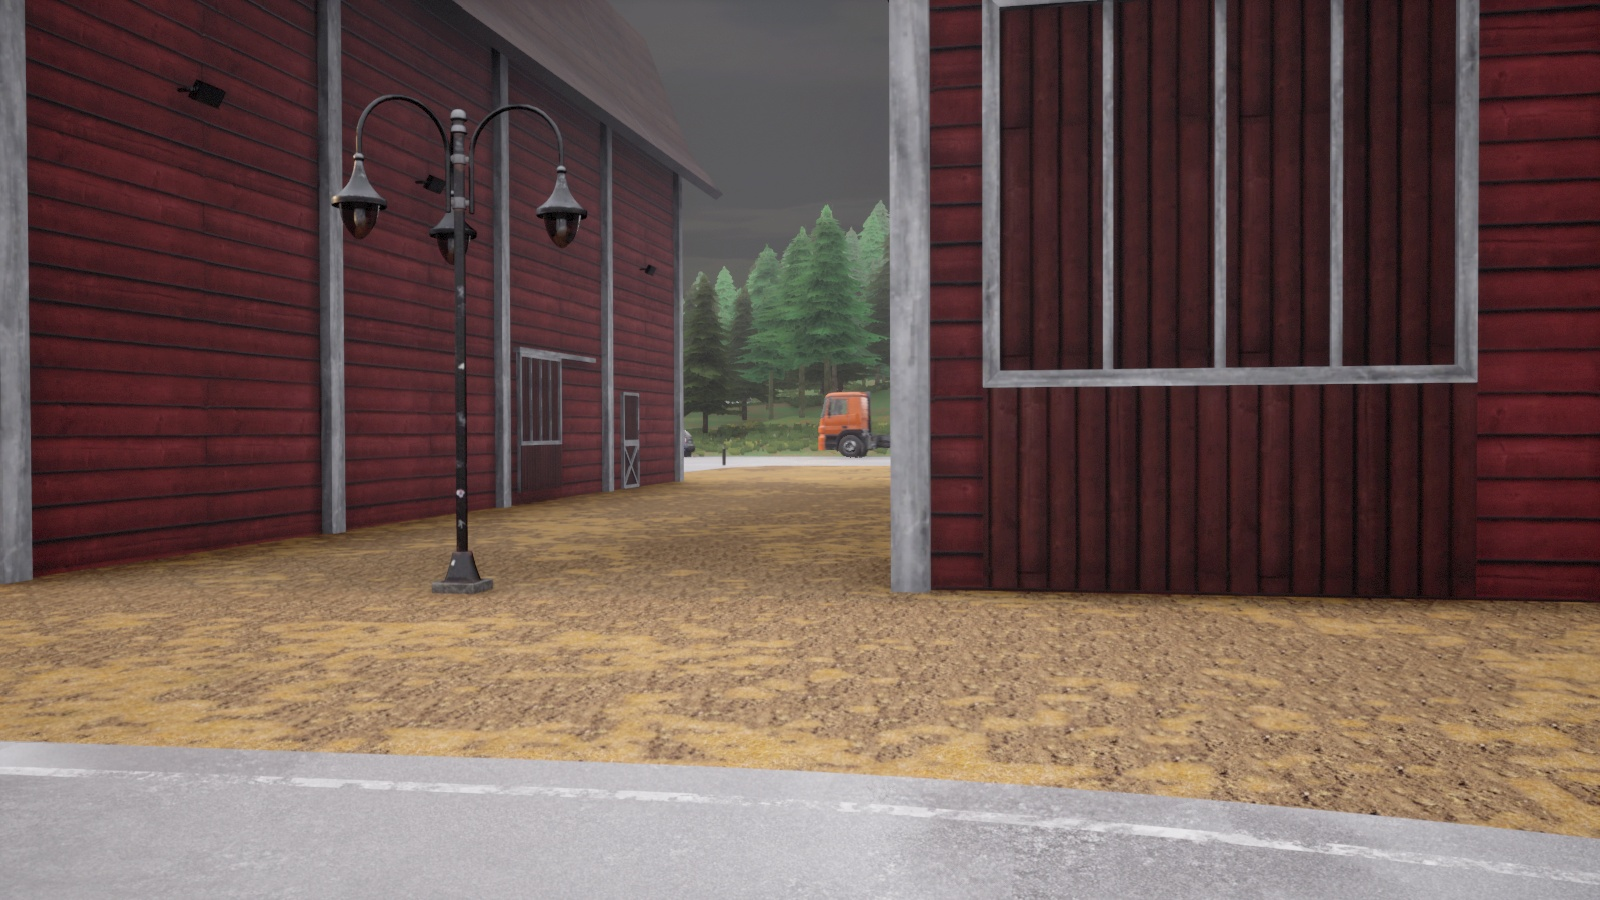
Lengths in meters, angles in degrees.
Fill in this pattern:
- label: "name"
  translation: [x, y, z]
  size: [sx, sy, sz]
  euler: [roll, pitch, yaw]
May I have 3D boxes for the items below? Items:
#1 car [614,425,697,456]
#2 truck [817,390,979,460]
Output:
- label: "car"
  translation: [-7.689, -0.510, 66.868]
  size: [3.988, 1.617, 1.851]
  euler: [0, 1, 12]
- label: "truck"
  translation: [5.042, -1.300, 64.181]
  size: [7.936, 3.462, 2.891]
  euler: [0, 1, 12]
